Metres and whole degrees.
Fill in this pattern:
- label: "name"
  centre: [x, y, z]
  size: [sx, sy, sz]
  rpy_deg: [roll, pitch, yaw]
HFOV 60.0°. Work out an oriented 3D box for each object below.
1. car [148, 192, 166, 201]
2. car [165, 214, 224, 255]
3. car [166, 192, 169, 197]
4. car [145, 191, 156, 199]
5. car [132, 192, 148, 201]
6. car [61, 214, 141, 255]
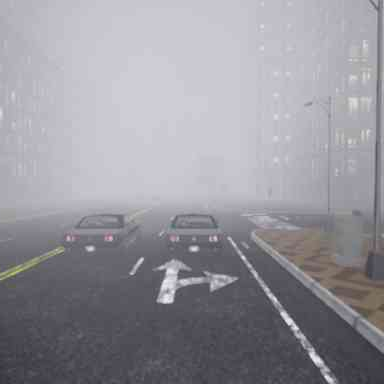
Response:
- label: "car"
  centre: [-6.297, 0.954, 60.120]
  size: [1.895, 1.301, 4.718]
  rpy_deg: [0, 1, 1]
- label: "car"
  centre: [0.097, 1.464, 12.626]
  size: [1.895, 1.301, 4.718]
  rpy_deg: [0, 1, 1]
- label: "car"
  centre: [-6.193, 0.652, 75.760]
  size: [1.882, 1.535, 5.008]
  rpy_deg: [0, 1, 0]
- label: "car"
  centre: [-9.444, 0.651, 75.773]
  size: [1.882, 1.535, 5.008]
  rpy_deg: [0, 1, 0]
- label: "car"
  centre: [-9.549, 0.857, 60.116]
  size: [1.837, 1.490, 4.892]
  rpy_deg: [0, 1, 1]
- label: "car"
  centre: [-3.153, 1.463, 12.637]
  size: [1.895, 1.301, 4.718]
  rpy_deg: [0, 1, 1]
